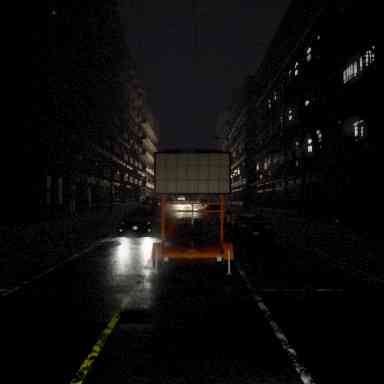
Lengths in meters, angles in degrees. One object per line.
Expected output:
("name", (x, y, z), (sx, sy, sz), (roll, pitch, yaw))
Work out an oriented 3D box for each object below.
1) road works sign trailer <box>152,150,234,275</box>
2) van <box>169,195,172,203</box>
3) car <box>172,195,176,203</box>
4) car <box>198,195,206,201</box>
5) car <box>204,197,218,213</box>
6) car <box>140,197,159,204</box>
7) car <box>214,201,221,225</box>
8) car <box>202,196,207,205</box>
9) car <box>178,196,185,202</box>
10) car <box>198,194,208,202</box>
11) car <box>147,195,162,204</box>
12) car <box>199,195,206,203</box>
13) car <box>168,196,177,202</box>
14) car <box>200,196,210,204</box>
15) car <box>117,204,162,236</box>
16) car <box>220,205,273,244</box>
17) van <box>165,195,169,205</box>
("road works sign trailer", (0.019, 0.475, 10.490), (2.380, 3.560, 2.880), (0, 0, 0))
("van", (-5.164, 1.479, 60.141), (1.690, 1.788, 3.998), (1, 0, 0))
("car", (-5.140, 1.499, 71.202), (2.192, 1.841, 5.009), (1, 0, 0))
("car", (2.749, 1.732, 93.249), (1.967, 1.590, 4.097), (1, 0, 0))
("car", (2.665, 1.612, 37.939), (1.887, 1.381, 4.507), (1, 0, 0))
("car", (-5.215, 1.592, 37.849), (1.752, 1.417, 4.829), (2, 0, 0))
("car", (2.631, 1.553, 21.519), (1.752, 1.417, 4.829), (1, 0, 0))
("car", (2.676, 1.633, 43.470), (2.008, 1.369, 4.403), (1, 0, 0))
("car", (-2.579, 1.752, 80.741), (1.812, 1.442, 4.674), (0, 0, 0))
("car", (2.729, 1.549, 82.187), (2.192, 1.841, 5.009), (1, 0, 0))
("car", (-5.198, 1.397, 43.551), (2.192, 1.841, 5.009), (2, 0, 0))
("car", (2.711, 1.682, 60.062), (1.887, 1.381, 4.507), (1, 0, 0))
("car", (-5.112, 1.828, 87.793), (1.947, 1.339, 4.313), (1, 0, 0))
("car", (2.744, 1.624, 71.124), (1.967, 1.590, 4.097), (1, 0, 0))
("car", (-2.812, 1.586, 18.445), (1.994, 1.385, 4.181), (0, 0, 0))
("car", (2.618, 1.563, 15.817), (1.887, 1.381, 4.507), (1, 0, 0))
("van", (-5.175, 1.458, 54.609), (1.690, 1.788, 3.998), (2, 0, 0))
